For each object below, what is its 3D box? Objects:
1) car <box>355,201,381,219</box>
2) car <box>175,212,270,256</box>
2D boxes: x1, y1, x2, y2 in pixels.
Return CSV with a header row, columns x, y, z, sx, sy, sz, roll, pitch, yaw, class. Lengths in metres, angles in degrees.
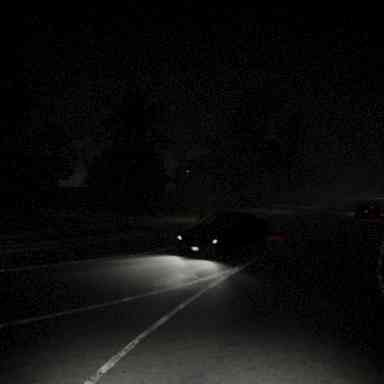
x,y,z,sx,sy,sz,roll,pitch,yaw,class
16.335,1.560,30.855,1.882,1.535,5.008,1,0,31,car
1.514,1.511,13.342,2.033,1.411,5.357,1,0,32,car
